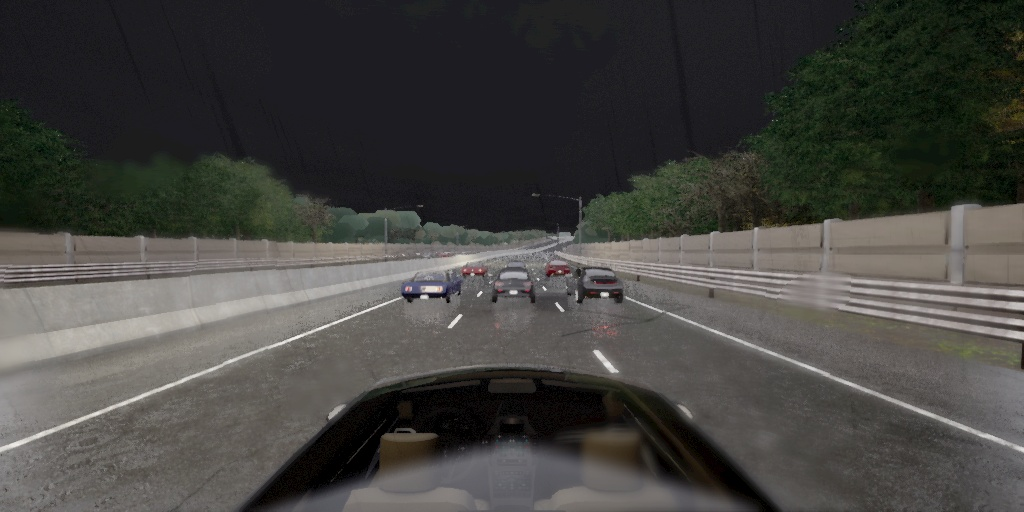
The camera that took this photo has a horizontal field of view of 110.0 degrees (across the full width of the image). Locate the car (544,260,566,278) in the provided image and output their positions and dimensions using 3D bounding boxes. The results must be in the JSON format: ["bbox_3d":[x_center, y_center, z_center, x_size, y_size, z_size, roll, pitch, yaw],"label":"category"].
[{"bbox_3d":[3.872,1.041,31.006,1.882,1.535,5.008,0,1,1],"label":"car"}]

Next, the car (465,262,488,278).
[{"bbox_3d":[-3.125,1.166,31.214,1.895,1.301,4.718,0,1,1],"label":"car"}]

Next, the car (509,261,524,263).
[{"bbox_3d":[0.373,1.117,31.095,2.033,1.411,5.357,0,1,1],"label":"car"}]

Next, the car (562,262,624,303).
[{"bbox_3d":[3.592,1.212,16.163,1.837,1.490,4.892,0,0,1],"label":"car"}]

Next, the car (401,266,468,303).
[{"bbox_3d":[-3.407,1.309,16.283,1.895,1.301,4.718,0,0,1],"label":"car"}]

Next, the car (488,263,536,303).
[{"bbox_3d":[0.092,1.228,16.208,1.812,1.442,4.674,0,0,1],"label":"car"}]
